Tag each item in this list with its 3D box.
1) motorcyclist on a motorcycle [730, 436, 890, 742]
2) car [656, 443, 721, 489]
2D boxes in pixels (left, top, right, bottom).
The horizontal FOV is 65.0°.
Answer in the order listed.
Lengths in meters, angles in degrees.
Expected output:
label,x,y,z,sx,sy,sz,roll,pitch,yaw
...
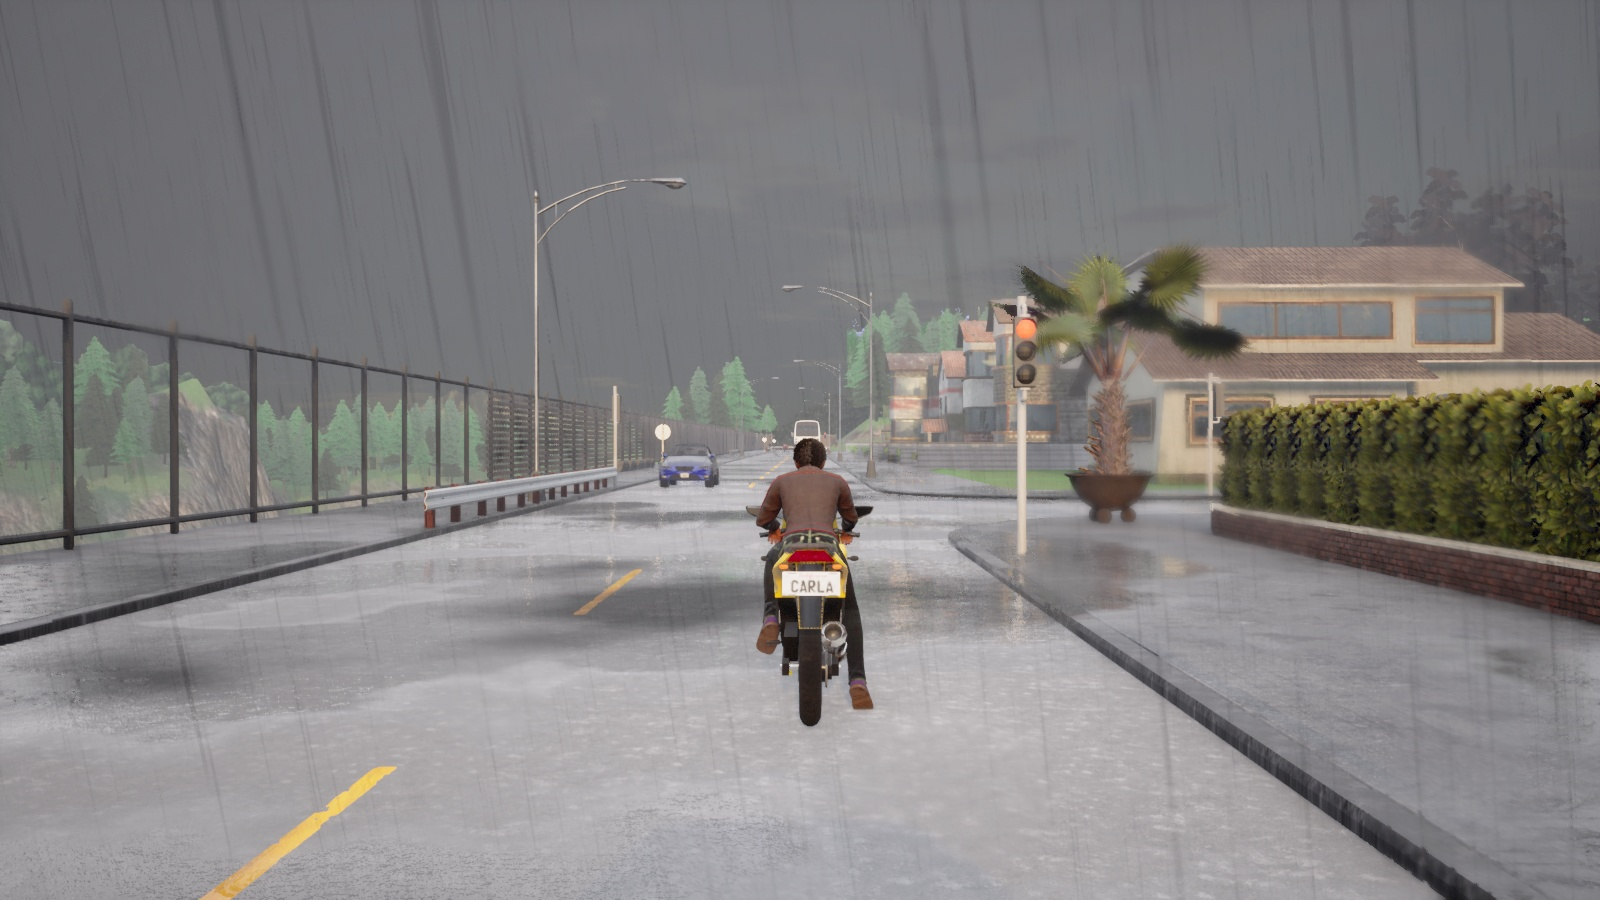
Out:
label,x,y,z,sx,sy,sz,roll,pitch,yaw
motorcyclist on a motorcycle,0.056,0.688,7.269,0.797,1.523,2.044,0,0,0
car,-3.745,0.516,42.738,1.816,1.474,4.193,0,0,0
